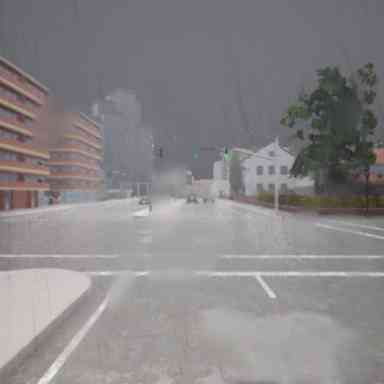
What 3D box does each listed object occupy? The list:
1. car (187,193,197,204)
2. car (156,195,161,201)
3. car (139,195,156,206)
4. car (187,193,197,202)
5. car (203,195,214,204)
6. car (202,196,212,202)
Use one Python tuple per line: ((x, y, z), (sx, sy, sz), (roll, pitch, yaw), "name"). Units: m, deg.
((-0.004, 1.508, 69.122), (2.097, 1.767, 4.553), (0, 0, 0), "car")
((-8.004, 1.396, 73.829), (2.097, 1.767, 4.553), (0, 0, 0), "car")
((-8.058, 1.622, 58.148), (2.128, 1.511, 4.902), (0, 0, 1), "car")
((-0.005, 1.370, 79.183), (2.150, 2.045, 5.566), (0, 0, 0), "car")
((3.496, 1.508, 69.123), (2.097, 1.767, 4.553), (0, 0, 0), "car")
((3.495, 1.685, 79.152), (2.033, 1.411, 5.357), (0, 0, 0), "car")
